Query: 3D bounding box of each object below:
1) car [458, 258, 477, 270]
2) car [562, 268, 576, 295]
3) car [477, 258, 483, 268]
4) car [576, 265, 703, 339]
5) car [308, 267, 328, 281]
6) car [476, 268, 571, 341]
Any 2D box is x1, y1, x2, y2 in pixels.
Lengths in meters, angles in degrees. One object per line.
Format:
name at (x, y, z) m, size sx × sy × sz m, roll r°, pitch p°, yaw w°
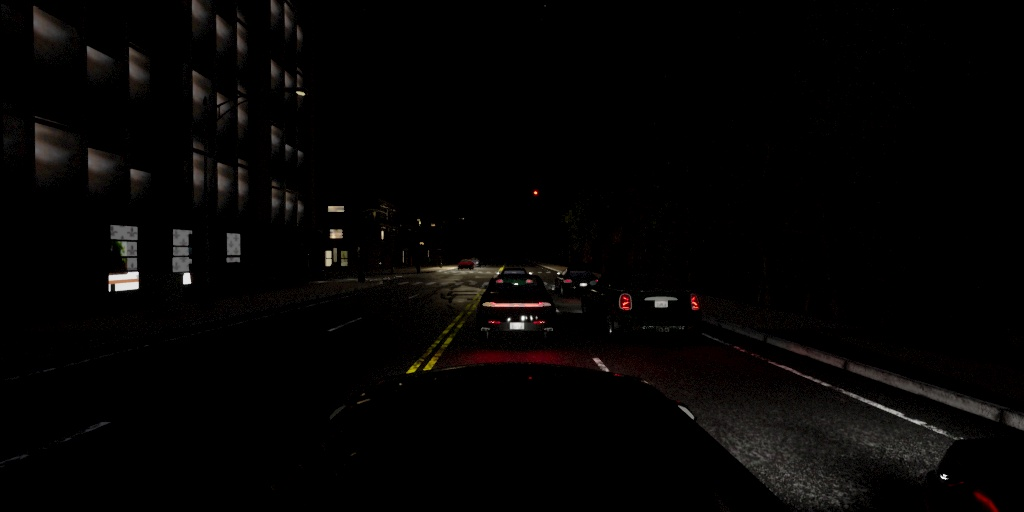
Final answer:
car at (-6.587, 1.220, 51.479) m, size 1.882 × 1.535 × 5.008 m, roll 0°, pitch 0°, yaw 0°
car at (3.363, 1.311, 18.792) m, size 1.994 × 1.385 × 4.181 m, roll 0°, pitch 0°, yaw 0°
car at (-6.593, 1.095, 61.277) m, size 2.097 × 1.767 × 4.553 m, roll 0°, pitch 0°, yaw 0°
car at (3.358, 1.101, 10.184) m, size 2.097 × 1.767 × 4.553 m, roll 0°, pitch 0°, yaw 0°
car at (-19.704, 1.521, 33.073) m, size 5.008 × 1.535 × 1.882 m, roll -1°, pitch 1°, yaw 0°
car at (0.108, 1.240, 9.873) m, size 2.128 × 1.511 × 4.902 m, roll 0°, pitch 0°, yaw 0°
